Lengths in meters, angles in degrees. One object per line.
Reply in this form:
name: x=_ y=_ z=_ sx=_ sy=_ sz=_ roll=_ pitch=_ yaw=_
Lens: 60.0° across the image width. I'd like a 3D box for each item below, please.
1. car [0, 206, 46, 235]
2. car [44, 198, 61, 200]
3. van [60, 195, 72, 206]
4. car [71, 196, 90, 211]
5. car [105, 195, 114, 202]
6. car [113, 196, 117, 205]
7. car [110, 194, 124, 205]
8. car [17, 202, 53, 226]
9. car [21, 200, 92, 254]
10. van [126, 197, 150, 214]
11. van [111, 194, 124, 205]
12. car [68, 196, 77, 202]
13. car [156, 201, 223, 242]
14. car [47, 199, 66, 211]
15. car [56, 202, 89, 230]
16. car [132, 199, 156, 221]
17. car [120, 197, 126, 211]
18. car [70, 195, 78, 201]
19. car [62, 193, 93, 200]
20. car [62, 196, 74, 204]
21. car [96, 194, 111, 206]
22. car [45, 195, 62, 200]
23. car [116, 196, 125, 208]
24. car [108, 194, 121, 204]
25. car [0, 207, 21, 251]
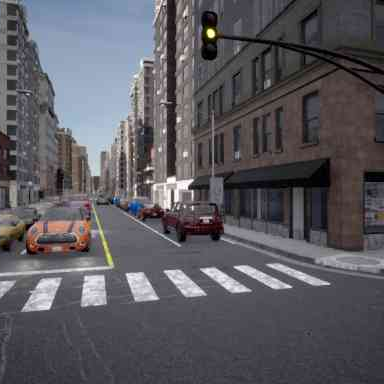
car: x=-9.926 y=1.586 z=19.530 sx=1.947 sy=1.339 sz=4.313 roll=0 pitch=0 yaw=-17
car: x=-13.235 y=1.545 z=30.167 sx=1.752 sy=1.417 sz=4.829 roll=0 pitch=0 yaw=-17
van: x=-21.685 y=1.353 z=57.328 sx=1.690 sy=1.788 sz=3.998 roll=0 pitch=0 yaw=-17
car: x=-13.698 y=1.373 z=41.227 sx=2.097 sy=1.767 sz=4.553 roll=0 pitch=0 yaw=-17
car: x=-20.264 y=1.478 z=81.447 sx=1.967 sy=1.590 sz=4.097 roll=0 pitch=0 yaw=-17
car: x=-10.180 y=1.606 z=49.045 sx=1.802 sy=1.307 sz=4.206 roll=0 pitch=0 yaw=-17
car: x=-13.540 y=1.335 z=59.847 sx=2.192 sy=1.841 sz=5.009 roll=0 pitch=0 yaw=-17
car: x=-11.555 y=1.545 z=24.767 sx=1.752 sy=1.417 sz=4.829 roll=0 pitch=0 yaw=-17
car: x=-5.253 y=1.373 z=13.628 sx=2.097 sy=1.767 sz=4.553 roll=0 pitch=0 yaw=-16
van: x=-5.138 y=1.368 z=32.841 sx=1.690 sy=1.788 sz=3.998 roll=0 pitch=0 yaw=-17
van: x=-11.860 y=1.363 z=54.445 sx=1.690 sy=1.788 sz=3.998 roll=0 pitch=0 yaw=-17
car: x=-28.406 y=1.612 z=78.921 sx=1.802 sy=1.307 sz=4.206 roll=0 pitch=0 yaw=-17
car: x=-0.096 y=1.342 z=16.637 sx=2.192 sy=1.841 sz=5.009 roll=0 pitch=0 yaw=-17
car: x=-16.646 y=1.600 z=41.128 sx=1.802 sy=1.307 sz=4.206 roll=0 pitch=0 yaw=-17
car: x=-7.919 y=1.527 z=22.398 sx=1.837 sy=1.490 sz=4.892 roll=0 pitch=0 yaw=-17
car: x=-3.458 y=1.572 z=27.439 sx=1.887 sy=1.381 sz=4.507 roll=0 pitch=0 yaw=-17
car: x=-6.819 y=1.608 z=38.241 sx=1.802 sy=1.307 sz=4.206 roll=0 pitch=0 yaw=-17
car: x=-31.767 y=1.496 z=89.721 sx=1.967 sy=1.590 sz=4.097 roll=0 pitch=0 yaw=-17
car: x=-10.818 y=1.244 z=31.819 sx=2.150 sy=2.045 sz=5.566 roll=0 pitch=0 yaw=-16
car: x=-23.366 y=1.554 z=62.727 sx=1.887 sy=1.381 sz=4.507 roll=0 pitch=0 yaw=-17
car: x=-15.439 y=1.582 z=57.297 sx=1.994 sy=1.385 sz=4.181 roll=0 pitch=0 yaw=-17
car: x=-14.966 y=1.334 z=35.729 sx=2.192 sy=1.841 sz=5.009 roll=0 pitch=0 yaw=-17
car: x=-8.550 y=1.551 z=43.805 sx=1.752 sy=1.417 sz=4.829 roll=0 pitch=0 yaw=-17
car: x=-15.221 y=1.332 z=65.248 sx=2.192 sy=1.841 sz=5.009 roll=0 pitch=0 yaw=-17
car: x=-8.196 y=1.544 z=13.968 sx=1.752 sy=1.417 sz=4.829 roll=0 pitch=0 yaw=-17
